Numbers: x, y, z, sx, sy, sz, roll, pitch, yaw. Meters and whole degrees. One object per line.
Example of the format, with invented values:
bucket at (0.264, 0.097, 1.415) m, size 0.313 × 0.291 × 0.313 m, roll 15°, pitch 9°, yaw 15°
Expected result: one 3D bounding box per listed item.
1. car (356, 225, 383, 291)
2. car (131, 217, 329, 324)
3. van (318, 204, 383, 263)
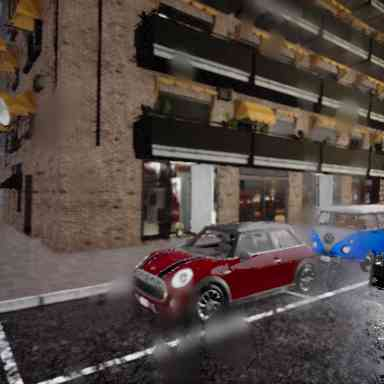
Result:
car at (5.871, 1.534, 7.584) m, size 4.181 × 1.385 × 1.994 m, roll 0°, pitch 0°, yaw -36°
car at (0.772, 1.425, 7.098) m, size 4.097 × 1.590 × 1.967 m, roll 0°, pitch 1°, yaw -36°
van at (5.406, 1.308, 10.412) m, size 3.998 × 1.788 × 1.690 m, roll 0°, pitch 1°, yaw -36°
